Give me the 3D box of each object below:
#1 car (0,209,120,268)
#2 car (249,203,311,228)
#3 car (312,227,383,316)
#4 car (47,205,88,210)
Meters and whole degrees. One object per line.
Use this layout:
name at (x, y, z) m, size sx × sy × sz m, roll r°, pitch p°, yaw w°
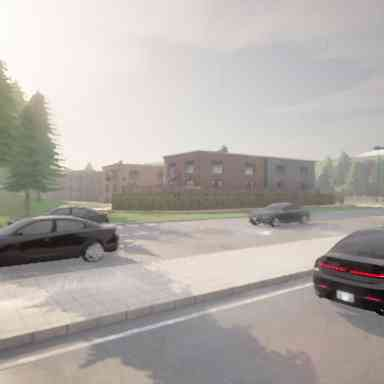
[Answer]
car at (-4.778, 1.476, 10.405) m, size 5.008 × 1.535 × 1.882 m, roll 0°, pitch 0°, yaw -35°
car at (5.925, 1.496, 22.258) m, size 4.892 × 1.490 × 1.837 m, roll 1°, pitch 0°, yaw -35°
car at (4.539, 1.500, 6.986) m, size 4.892 × 1.490 × 1.837 m, roll 0°, pitch 0°, yaw -36°
car at (-6.865, 1.474, 17.512) m, size 5.008 × 1.535 × 1.882 m, roll 0°, pitch 0°, yaw -35°
